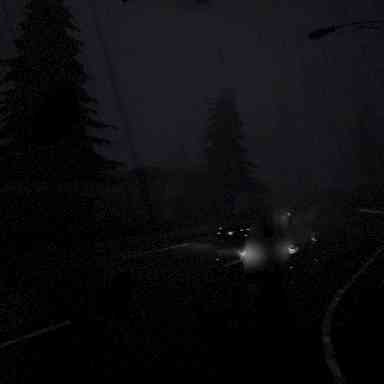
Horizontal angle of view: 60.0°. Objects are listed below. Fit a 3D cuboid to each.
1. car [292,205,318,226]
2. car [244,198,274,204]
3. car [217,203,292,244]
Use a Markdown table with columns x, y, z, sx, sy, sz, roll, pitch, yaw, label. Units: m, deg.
| x | y | z | sx | sy | sz | roll | pitch | yaw | label |
| --- | --- | --- | --- | --- | --- | --- | --- | --- | --- |
| 8.010 | 1.601 | 24.008 | 1.895 | 1.301 | 4.718 | 0 | 0 | 23 | car |
| 7.411 | 1.379 | 34.289 | 2.097 | 1.767 | 4.553 | 0 | 0 | -39 | car |
| 3.031 | 1.512 | 16.184 | 1.837 | 1.490 | 4.892 | 0 | 0 | 35 | car |
